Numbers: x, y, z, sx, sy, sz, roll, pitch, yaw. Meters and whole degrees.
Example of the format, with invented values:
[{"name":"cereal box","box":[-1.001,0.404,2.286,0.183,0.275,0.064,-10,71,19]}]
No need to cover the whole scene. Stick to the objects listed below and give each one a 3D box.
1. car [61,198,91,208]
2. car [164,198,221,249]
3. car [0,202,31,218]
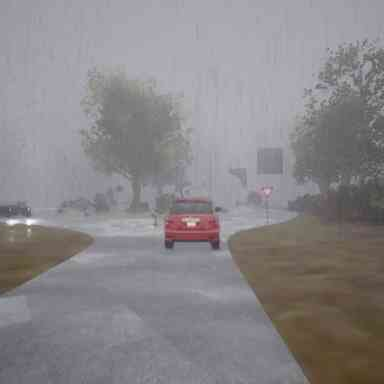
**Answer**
[{"name":"car","box":[-16.741,1.571,48.228,1.994,1.385,4.181,0,0,38]},{"name":"car","box":[0.087,1.255,14.678,2.150,2.045,5.566,0,0,2]},{"name":"car","box":[-16.361,1.614,30.562,1.895,1.301,4.718,0,0,-40]}]
